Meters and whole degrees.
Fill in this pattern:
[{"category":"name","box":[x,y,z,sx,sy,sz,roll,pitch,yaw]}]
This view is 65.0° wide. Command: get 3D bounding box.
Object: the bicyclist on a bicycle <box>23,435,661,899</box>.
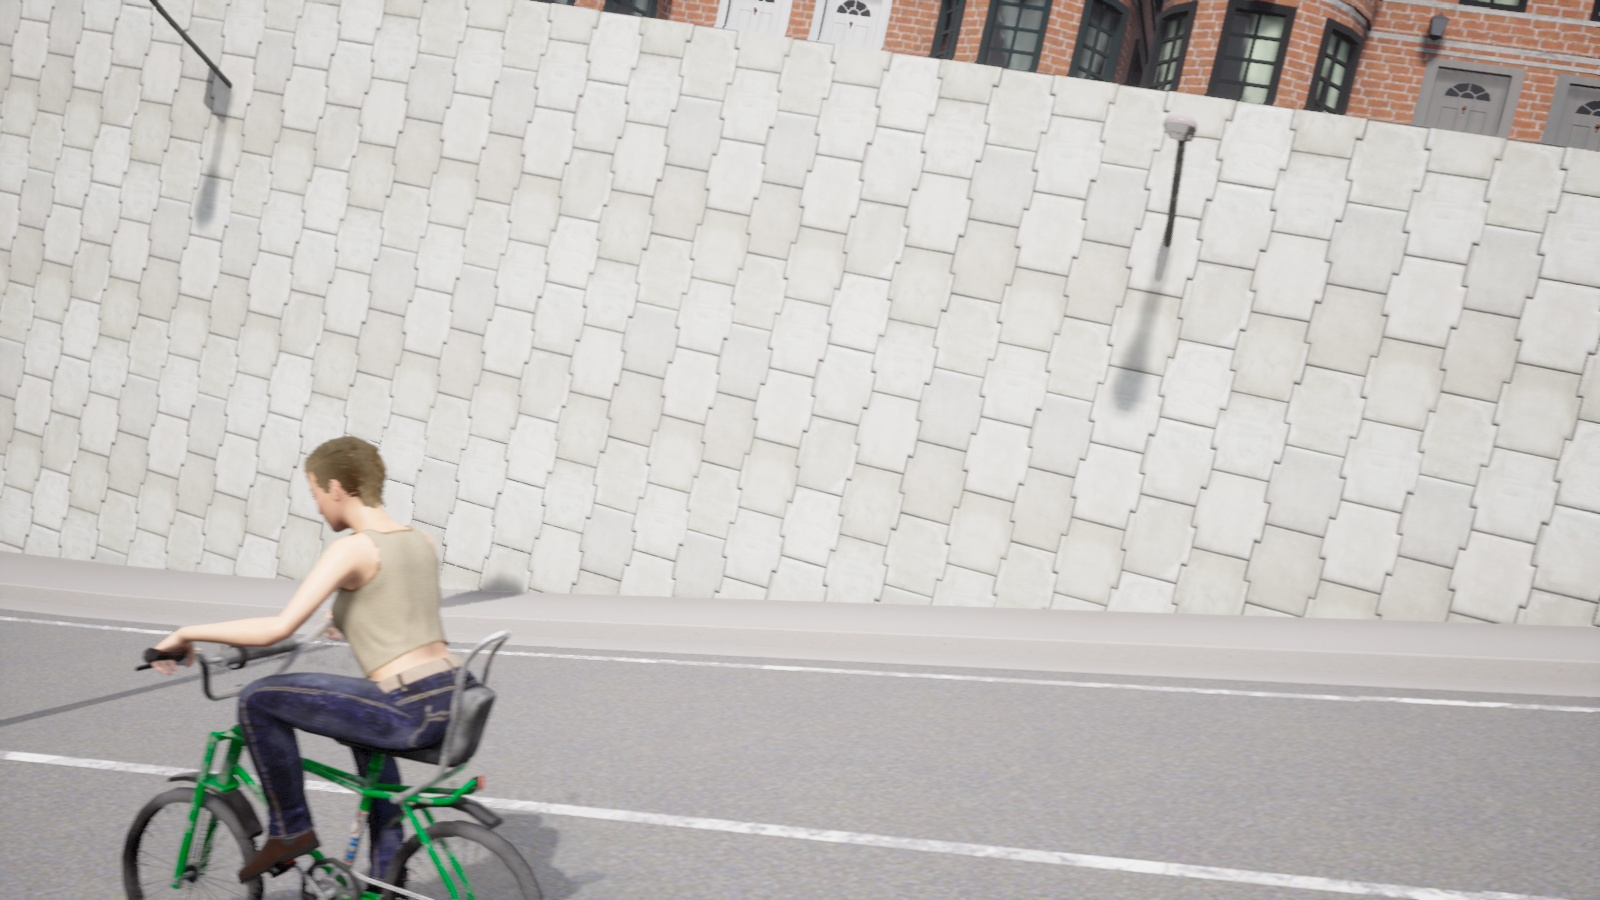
[{"category":"bicyclist on a bicycle","box":[-1.286,0.776,3.636,1.509,1.612,0.866,1,1,18]}]
